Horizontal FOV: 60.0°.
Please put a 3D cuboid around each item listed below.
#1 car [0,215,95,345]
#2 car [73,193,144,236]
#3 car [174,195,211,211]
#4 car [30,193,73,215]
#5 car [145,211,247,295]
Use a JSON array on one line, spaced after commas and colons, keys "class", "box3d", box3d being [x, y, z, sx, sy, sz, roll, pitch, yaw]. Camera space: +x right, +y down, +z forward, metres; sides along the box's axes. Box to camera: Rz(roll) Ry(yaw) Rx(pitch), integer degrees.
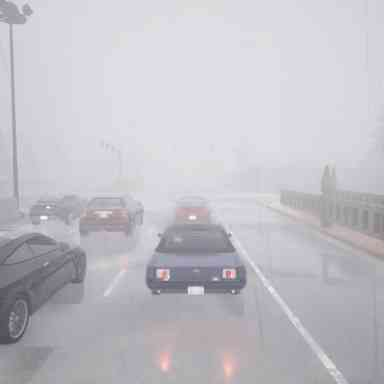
[{"class": "car", "box3d": [-3.426, 1.426, 6.104, 1.812, 1.442, 4.674, 0, 2, 0]}, {"class": "car", "box3d": [-3.470, 0.828, 15.135, 2.097, 1.767, 4.553, 0, 3, 0]}, {"class": "car", "box3d": [0.026, 0.867, 17.531, 1.812, 1.442, 4.674, 0, 3, 0]}, {"class": "car", "box3d": [-6.985, 0.814, 18.047, 1.837, 1.490, 4.892, 0, 4, 0]}, {"class": "car", "box3d": [0.067, 1.429, 8.290, 1.895, 1.301, 4.718, 0, 2, 0]}]
